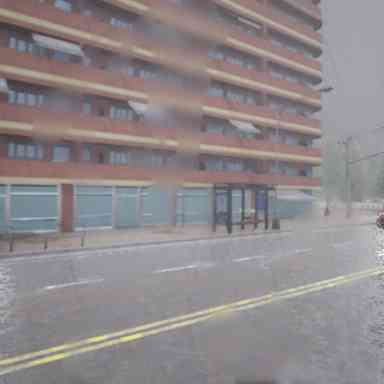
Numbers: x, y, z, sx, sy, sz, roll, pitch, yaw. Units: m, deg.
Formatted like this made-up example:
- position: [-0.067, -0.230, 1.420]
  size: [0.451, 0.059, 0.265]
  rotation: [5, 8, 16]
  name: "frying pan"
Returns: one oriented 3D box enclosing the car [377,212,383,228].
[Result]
- position: [14.740, 1.626, 22.975]
  size: [4.553, 1.767, 2.097]
  rotation: [1, 0, -35]
  name: "car"
